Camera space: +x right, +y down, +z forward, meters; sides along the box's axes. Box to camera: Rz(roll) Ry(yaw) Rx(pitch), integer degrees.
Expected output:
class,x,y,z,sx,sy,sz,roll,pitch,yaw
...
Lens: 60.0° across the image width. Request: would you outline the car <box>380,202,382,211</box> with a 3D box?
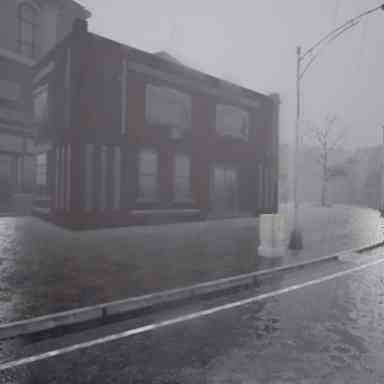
class,x,y,z,sx,sy,sz,roll,pitch,yaw
car,20.986,1.307,33.738,2.097,1.767,4.553,1,0,9
